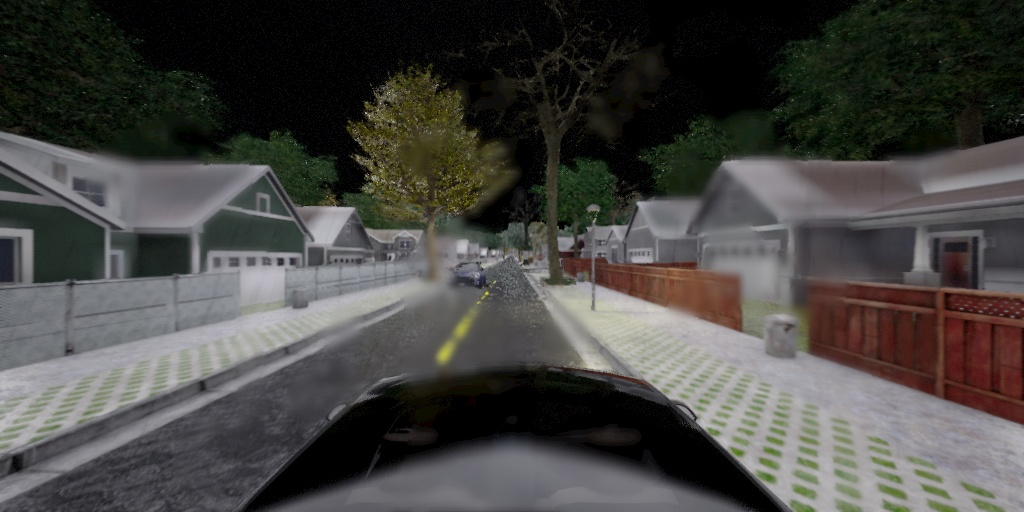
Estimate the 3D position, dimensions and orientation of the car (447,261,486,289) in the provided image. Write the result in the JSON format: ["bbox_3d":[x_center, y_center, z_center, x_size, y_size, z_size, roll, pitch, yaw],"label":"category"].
[{"bbox_3d":[-2.846,1.157,23.354,2.097,1.767,4.553,0,0,0],"label":"car"}]
